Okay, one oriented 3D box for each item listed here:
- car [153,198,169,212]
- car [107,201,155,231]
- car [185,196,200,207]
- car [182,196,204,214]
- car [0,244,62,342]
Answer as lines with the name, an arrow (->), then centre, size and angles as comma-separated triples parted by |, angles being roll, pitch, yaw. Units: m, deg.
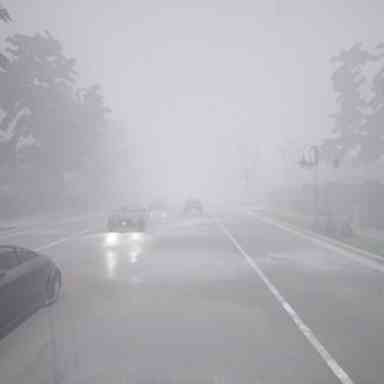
car -> -3.455, 1.334, 35.930 | 2.033, 1.411, 5.357 | 0, 0, 0
car -> -3.570, 1.442, 19.444 | 1.994, 1.385, 4.181 | 0, 0, 0
car -> 0.092, 1.267, 45.166 | 1.994, 1.385, 4.181 | 0, 1, 1
car -> 0.097, 1.304, 32.500 | 1.837, 1.490, 4.892 | 0, 1, 1
car -> -3.602, 1.530, 5.059 | 1.994, 1.385, 4.181 | 0, 0, -1
